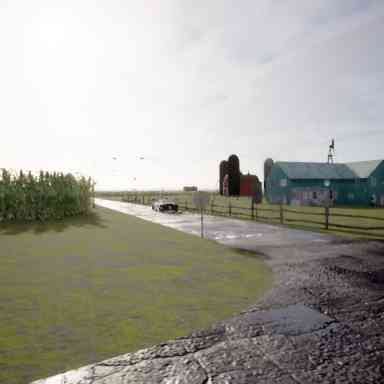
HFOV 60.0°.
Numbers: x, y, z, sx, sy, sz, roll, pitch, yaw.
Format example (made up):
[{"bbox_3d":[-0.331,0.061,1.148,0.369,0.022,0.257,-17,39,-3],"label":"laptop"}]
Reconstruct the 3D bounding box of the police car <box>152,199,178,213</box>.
[{"bbox_3d":[-3.310,1.563,39.122,2.038,1.542,4.974,-1,0,-21],"label":"police car"}]
